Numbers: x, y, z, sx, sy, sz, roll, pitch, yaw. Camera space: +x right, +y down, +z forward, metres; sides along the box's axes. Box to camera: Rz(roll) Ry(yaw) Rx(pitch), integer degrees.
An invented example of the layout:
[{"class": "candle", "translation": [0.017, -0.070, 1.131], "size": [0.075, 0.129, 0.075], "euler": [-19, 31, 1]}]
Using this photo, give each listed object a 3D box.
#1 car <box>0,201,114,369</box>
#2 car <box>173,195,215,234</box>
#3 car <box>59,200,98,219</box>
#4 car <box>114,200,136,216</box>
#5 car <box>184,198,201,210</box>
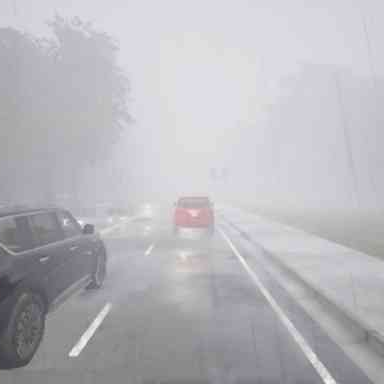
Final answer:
[{"class": "car", "translation": [-3.150, 1.202, 5.827], "size": [2.150, 2.045, 5.566], "euler": [0, 0, 0]}, {"class": "car", "translation": [0.103, 1.166, 18.773], "size": [2.150, 2.045, 5.566], "euler": [0, 0, 0]}, {"class": "car", "translation": [-9.837, 1.481, 29.266], "size": [1.994, 1.385, 4.181], "euler": [0, 0, 0]}, {"class": "car", "translation": [-6.589, 1.461, 31.469], "size": [2.033, 1.411, 5.357], "euler": [0, 0, 0]}, {"class": "car", "translation": [0.106, 1.465, 40.982], "size": [1.994, 1.385, 4.181], "euler": [0, 0, 0]}]
